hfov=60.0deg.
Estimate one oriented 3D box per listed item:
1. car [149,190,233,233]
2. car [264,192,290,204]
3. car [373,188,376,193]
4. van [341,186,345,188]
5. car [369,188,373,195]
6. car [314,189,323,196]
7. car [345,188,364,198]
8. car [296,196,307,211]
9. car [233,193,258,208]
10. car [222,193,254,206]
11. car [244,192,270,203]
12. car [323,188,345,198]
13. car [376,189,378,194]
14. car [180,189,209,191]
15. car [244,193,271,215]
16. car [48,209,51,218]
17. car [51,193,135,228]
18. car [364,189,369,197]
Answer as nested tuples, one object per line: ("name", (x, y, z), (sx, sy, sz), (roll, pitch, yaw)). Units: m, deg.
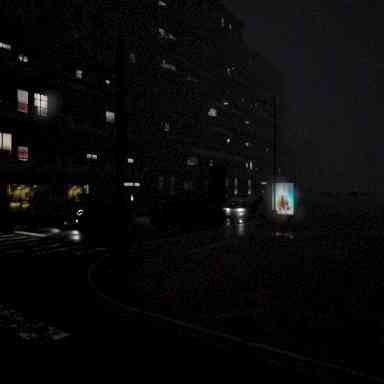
("car", (-0.135, 1.026, 17.726), (2.192, 1.841, 5.009), (1, 2, 35))
("car", (11.363, 0.731, 44.162), (1.994, 1.385, 4.181), (0, 1, 36))
("car", (38.087, -0.011, 72.230), (1.887, 1.381, 4.507), (1, 2, 35))
("van", (37.553, -0.446, 86.054), (1.690, 1.788, 3.998), (2, 2, 35))
("car", (34.902, 0.096, 67.688), (1.887, 1.381, 4.507), (1, 2, 35))
("car", (27.998, -0.024, 72.435), (1.967, 1.590, 4.097), (2, 2, 35))
("car", (28.532, 0.309, 58.605), (1.887, 1.381, 4.507), (1, 2, 35))
("car", (9.419, 0.965, 31.357), (1.947, 1.339, 4.313), (1, 2, 35))
("car", (5.546, 0.884, 35.919), (1.812, 1.442, 4.674), (0, 1, 35))
("car", (5.706, 0.829, 40.656), (2.008, 1.369, 4.403), (2, 2, 35))
("car", (8.890, 0.754, 45.196), (1.802, 1.307, 4.206), (2, 2, 35))
("car", (24.642, 0.418, 57.595), (1.895, 1.301, 4.718), (0, 1, 35))
("car", (44.457, -0.220, 81.312), (2.008, 1.369, 4.403), (1, 2, 35))
("car", (-0.103, 0.764, 27.880), (2.150, 2.045, 5.566), (0, 1, 36))
("car", (6.234, 1.069, 26.815), (1.947, 1.339, 4.313), (1, 2, 35))
("car", (-7.030, 1.010, 22.487), (2.192, 1.841, 5.009), (1, 2, 35))
("car", (-5.640, 1.075, 19.992), (2.097, 1.767, 4.553), (0, 1, 35))
("car", (31.717, 0.098, 63.143), (1.967, 1.590, 4.097), (1, 2, 35))
